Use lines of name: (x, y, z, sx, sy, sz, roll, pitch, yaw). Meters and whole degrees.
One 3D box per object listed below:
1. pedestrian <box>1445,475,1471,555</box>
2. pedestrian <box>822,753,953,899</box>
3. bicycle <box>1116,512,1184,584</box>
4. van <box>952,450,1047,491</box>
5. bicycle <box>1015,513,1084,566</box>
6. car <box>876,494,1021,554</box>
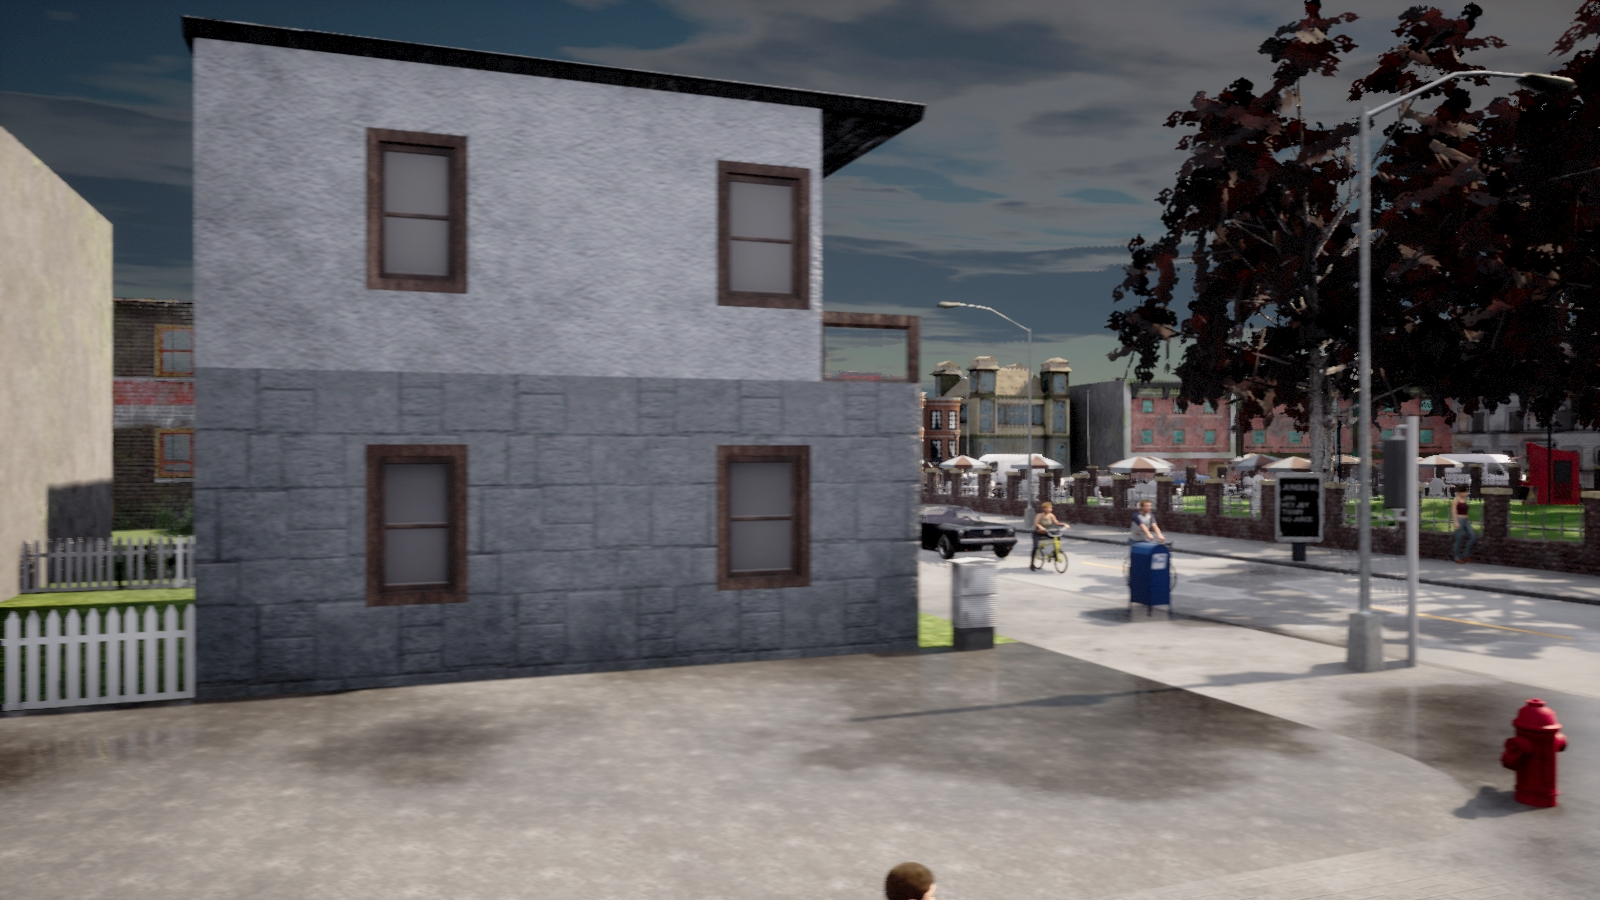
pedestrian: (15.493, 1.524, 26.893, 0.375, 1.860, 0.375, 0, 0, -21)
pedestrian: (0.308, 1.804, 4.121, 0.375, 1.300, 0.375, 0, 0, -14)
bicycle: (6.984, 1.936, 22.863, 0.373, 1.296, 1.643, 0, 0, -21)
van: (13.104, 1.314, 74.956, 5.915, 2.561, 1.988, 0, 0, -21)
bicycle: (5.728, 2.036, 26.288, 0.859, 1.080, 1.487, 0, 0, -21)
car: (3.908, 1.935, 30.906, 1.895, 1.301, 4.718, 0, 0, -21)
